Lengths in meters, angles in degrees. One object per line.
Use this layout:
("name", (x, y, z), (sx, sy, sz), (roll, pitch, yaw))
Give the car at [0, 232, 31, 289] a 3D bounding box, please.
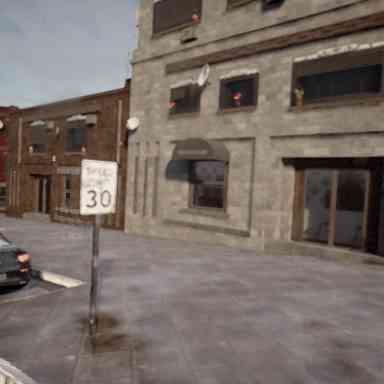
("car", (-5.633, 1.536, 8.063), (4.674, 1.452, 2.002), (0, -2, 39))
